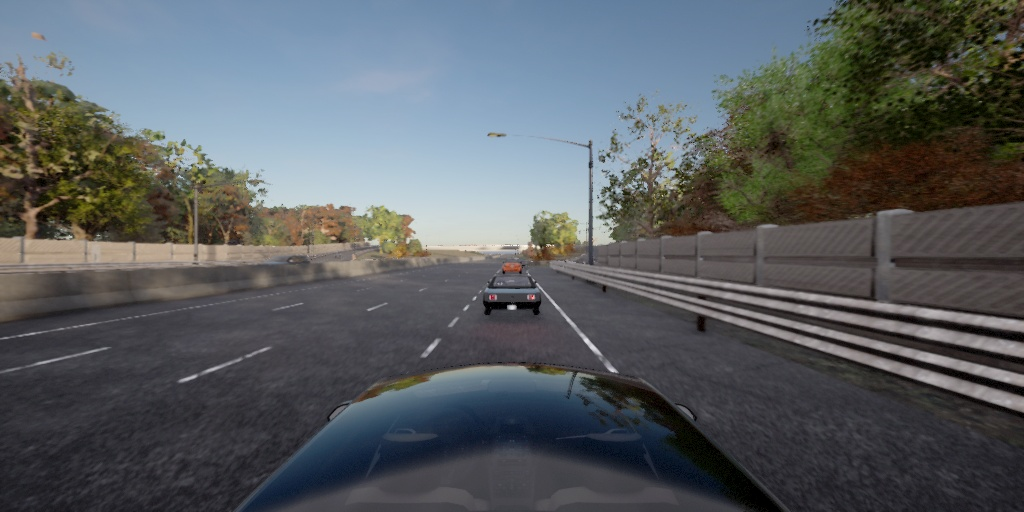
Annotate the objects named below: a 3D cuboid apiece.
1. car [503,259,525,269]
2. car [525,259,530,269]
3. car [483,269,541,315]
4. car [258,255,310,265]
[{"bbox_3d":[0.066,1.063,40.068,2.097,1.767,4.553,0,0,1],"label":"car"},{"bbox_3d":[1.596,1.235,56.063,1.837,1.490,4.892,0,-1,11],"label":"car"},{"bbox_3d":[0.006,1.334,13.537,1.895,1.301,4.718,0,0,0],"label":"car"},{"bbox_3d":[-21.028,0.941,33.217,2.150,2.045,5.566,0,0,1],"label":"car"}]
